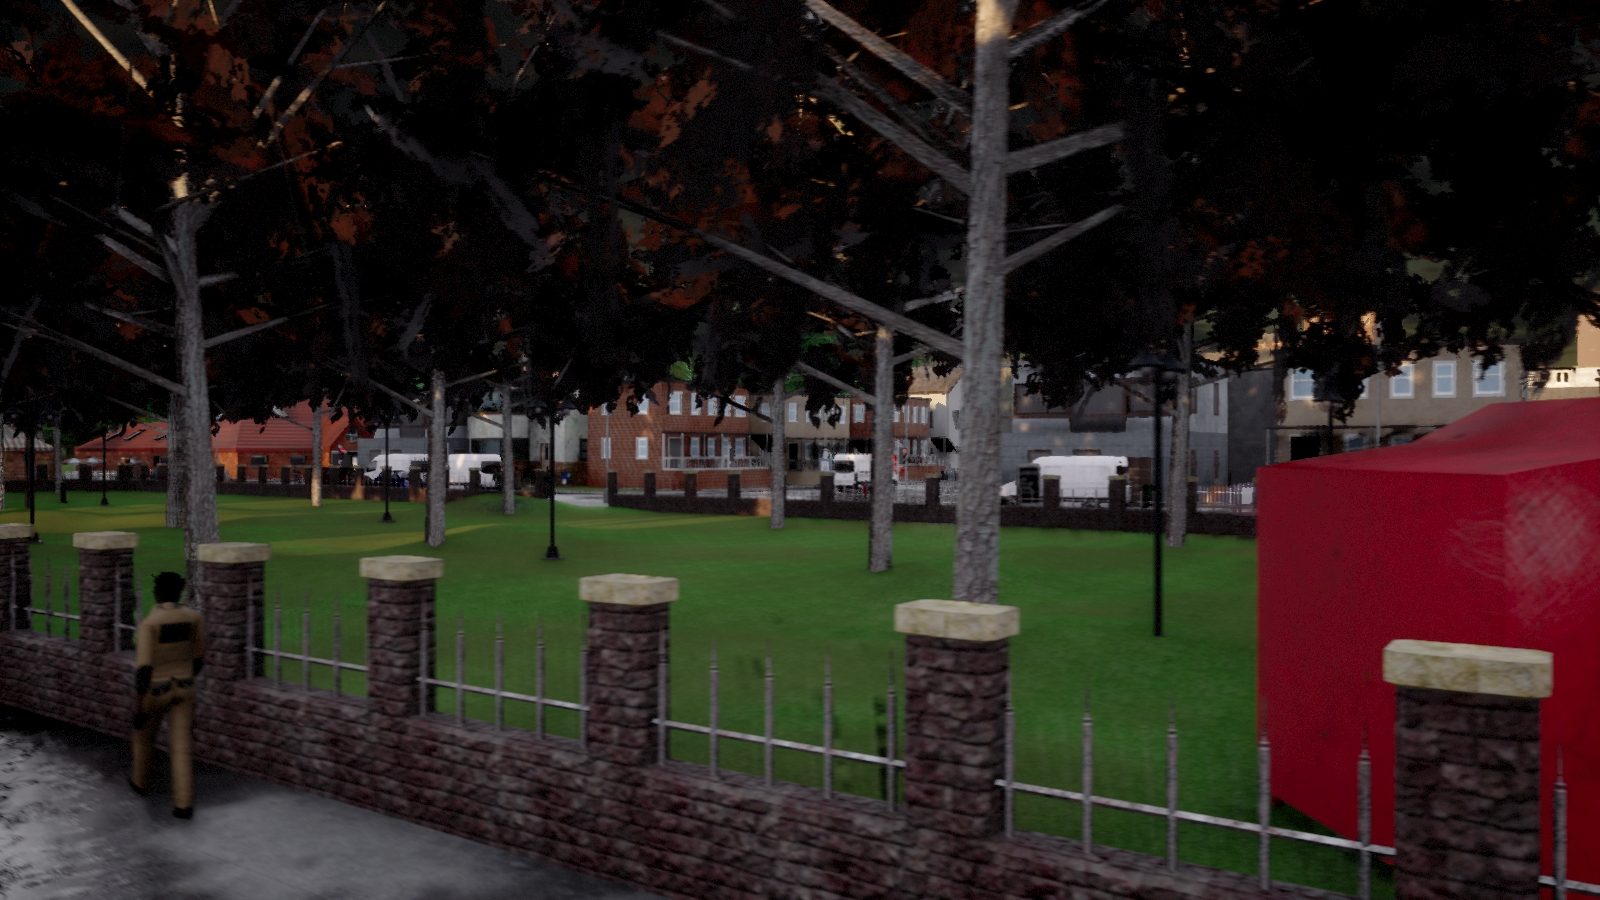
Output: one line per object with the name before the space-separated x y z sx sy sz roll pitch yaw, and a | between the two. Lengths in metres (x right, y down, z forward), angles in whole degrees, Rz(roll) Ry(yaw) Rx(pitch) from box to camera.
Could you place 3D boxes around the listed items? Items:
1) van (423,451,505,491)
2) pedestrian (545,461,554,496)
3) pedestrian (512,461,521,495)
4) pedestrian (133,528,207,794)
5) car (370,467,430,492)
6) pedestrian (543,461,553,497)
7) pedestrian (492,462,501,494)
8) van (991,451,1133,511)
van | -21.864 1.315 74.141 5.915 2.561 1.988 0 0 38
pedestrian | -13.305 1.525 60.646 0.375 1.860 0.375 0 0 -38
pedestrian | -15.531 1.525 62.527 0.375 1.860 0.375 0 0 -33
pedestrian | -4.649 1.525 8.430 0.375 1.860 0.375 0 0 43
car | -25.247 1.819 72.125 3.633 1.501 1.845 0 0 36
pedestrian | -13.104 1.525 59.460 0.375 1.860 0.375 0 0 -44
pedestrian | -17.517 1.629 65.987 0.375 1.860 0.375 0 0 35
van | 11.706 1.314 51.307 5.915 2.561 1.988 0 0 35
